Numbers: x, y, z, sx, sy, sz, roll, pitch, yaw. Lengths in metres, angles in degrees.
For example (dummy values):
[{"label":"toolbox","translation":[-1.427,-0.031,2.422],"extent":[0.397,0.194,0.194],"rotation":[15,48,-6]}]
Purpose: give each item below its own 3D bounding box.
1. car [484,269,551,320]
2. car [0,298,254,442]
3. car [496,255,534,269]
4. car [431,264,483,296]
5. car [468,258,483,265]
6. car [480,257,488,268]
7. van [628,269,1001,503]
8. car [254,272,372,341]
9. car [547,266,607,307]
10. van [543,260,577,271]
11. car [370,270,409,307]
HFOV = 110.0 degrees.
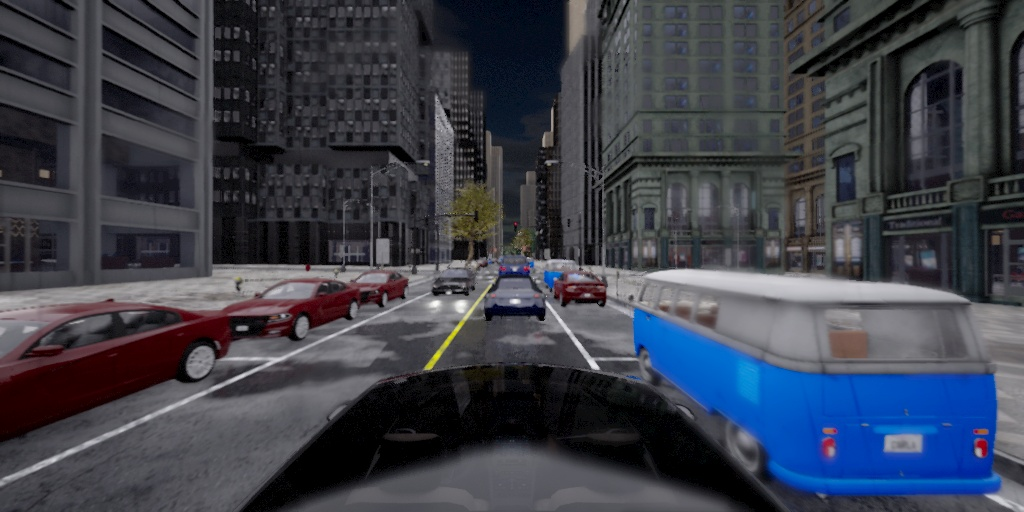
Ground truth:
[{"label":"car","translation":[0.097,1.326,12.711],"extent":[1.994,1.385,4.181],"rotation":[0,0,0]},{"label":"car","translation":[-5.777,1.298,4.405],"extent":[1.888,1.381,4.507],"rotation":[0,0,0]},{"label":"car","translation":[0.116,0.996,25.815],"extent":[2.150,2.045,5.566],"rotation":[0,-1,-1]},{"label":"car","translation":[-3.004,1.374,19.703],"extent":[2.033,1.411,5.357],"rotation":[0,0,0]},{"label":"car","translation":[-5.780,1.350,53.379],"extent":[1.751,1.417,4.829],"rotation":[0,0,0]},{"label":"car","translation":[-5.776,1.390,64.129],"extent":[1.888,1.381,4.507],"rotation":[0,0,0]},{"label":"van","translation":[2.773,1.093,4.390],"extent":[1.690,1.789,3.998],"rotation":[0,0,0]},{"label":"car","translation":[-5.780,1.304,9.931],"extent":[1.888,1.381,4.507],"rotation":[0,0,0]},{"label":"car","translation":[2.773,1.310,15.439],"extent":[1.888,1.381,4.507],"rotation":[0,0,0]},{"label":"van","translation":[2.772,1.113,20.965],"extent":[1.690,1.789,3.998],"rotation":[0,0,0]},{"label":"car","translation":[-5.782,1.310,15.456],"extent":[1.888,1.381,4.507],"rotation":[0,0,0]}]
